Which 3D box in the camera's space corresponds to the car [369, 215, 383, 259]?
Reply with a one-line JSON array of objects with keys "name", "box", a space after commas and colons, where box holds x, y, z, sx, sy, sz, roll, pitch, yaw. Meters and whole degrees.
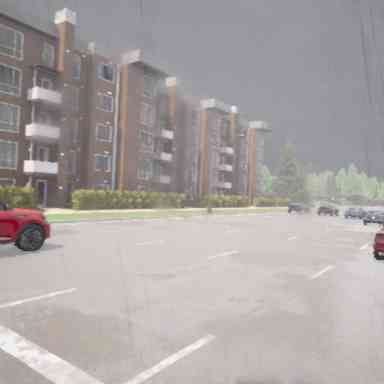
[{"name": "car", "box": [8.788, 1.912, 13.602, 1.882, 1.535, 5.008, 3, 0, 37]}]

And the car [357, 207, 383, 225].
[{"name": "car", "box": [17.158, 2.393, 30.776, 2.033, 1.411, 5.357, 3, 0, 36]}]

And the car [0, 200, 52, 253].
[{"name": "car", "box": [-6.912, 0.863, 9.730, 2.150, 2.045, 5.566, 2, 0, 28]}]

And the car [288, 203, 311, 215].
[{"name": "car", "box": [14.617, 2.211, 45.041, 1.837, 1.490, 4.892, 3, 0, 37]}]

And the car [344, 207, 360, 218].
[{"name": "car", "box": [20.102, 2.535, 40.702, 2.033, 1.411, 5.357, 3, 0, 37]}]

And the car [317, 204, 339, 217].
[{"name": "car", "box": [17.933, 2.380, 43.639, 1.837, 1.490, 4.892, 3, 0, 37]}]
